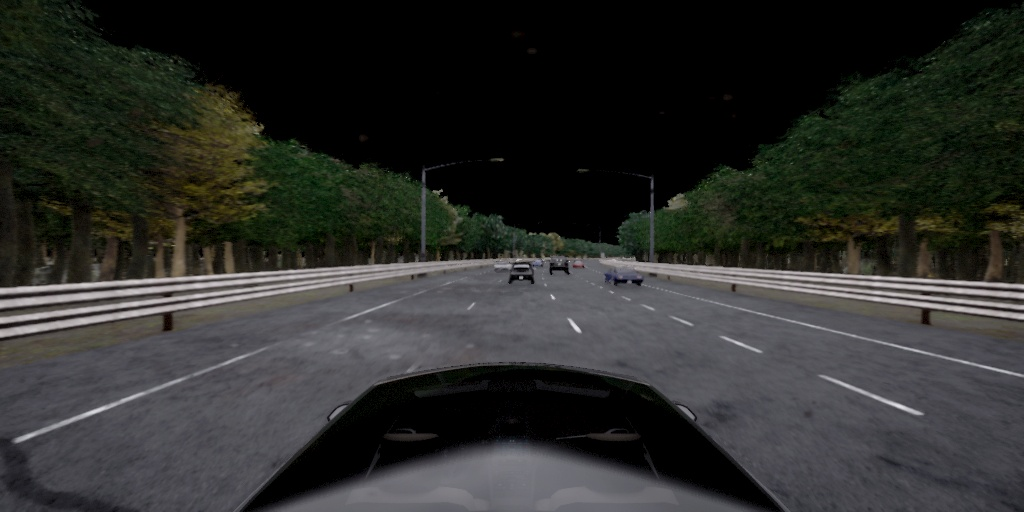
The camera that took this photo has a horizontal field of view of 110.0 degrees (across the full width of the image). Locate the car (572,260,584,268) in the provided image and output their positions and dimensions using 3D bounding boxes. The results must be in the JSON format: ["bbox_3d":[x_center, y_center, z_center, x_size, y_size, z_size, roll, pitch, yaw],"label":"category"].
[{"bbox_3d":[11.700,1.406,63.386,1.994,1.385,4.181,0,0,9],"label":"car"}]

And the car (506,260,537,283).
[{"bbox_3d":[0.827,1.271,27.958,1.837,1.490,4.892,0,0,4],"label":"car"}]

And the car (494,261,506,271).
[{"bbox_3d":[-1.101,1.362,48.310,1.895,1.301,4.718,0,0,7],"label":"car"}]

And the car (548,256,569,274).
[{"bbox_3d":[5.374,1.019,41.358,2.150,2.045,5.566,0,0,6],"label":"car"}]

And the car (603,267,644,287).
[{"bbox_3d":[7.740,1.406,25.452,1.895,1.301,4.718,0,0,3],"label":"car"}]
